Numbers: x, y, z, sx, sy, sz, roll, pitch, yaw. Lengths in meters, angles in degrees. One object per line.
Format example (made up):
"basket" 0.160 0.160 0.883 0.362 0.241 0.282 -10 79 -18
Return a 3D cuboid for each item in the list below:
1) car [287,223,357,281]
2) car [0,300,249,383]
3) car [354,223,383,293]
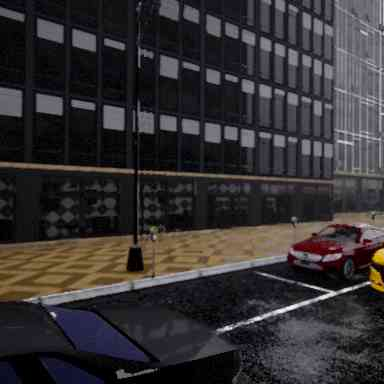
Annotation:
"car" 4.664 1.609 9.951 4.206 1.307 1.802 0 0 -36
"car" -2.012 1.561 1.913 5.357 1.411 2.033 0 0 -36
"car" 6.084 1.494 7.782 5.008 1.535 1.882 0 0 -36
